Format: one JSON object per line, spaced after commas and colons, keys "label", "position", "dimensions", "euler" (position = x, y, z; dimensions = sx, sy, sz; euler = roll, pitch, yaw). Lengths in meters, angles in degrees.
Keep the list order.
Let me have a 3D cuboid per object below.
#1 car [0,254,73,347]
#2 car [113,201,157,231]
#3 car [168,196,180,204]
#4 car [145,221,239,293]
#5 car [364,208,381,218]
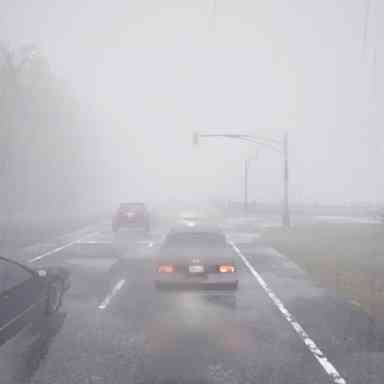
{"label": "car", "position": [-3.404, 1.549, 4.466], "dimensions": [2.033, 1.411, 5.357], "euler": [0, 0, 0]}
{"label": "car", "position": [-3.404, 1.355, 20.504], "dimensions": [2.097, 1.767, 4.553], "euler": [0, 0, 0]}
{"label": "car", "position": [-3.415, 1.507, 62.466], "dimensions": [1.837, 1.490, 4.892], "euler": [0, 0, 0]}
{"label": "car", "position": [0.099, 1.550, 8.988], "dimensions": [2.033, 1.411, 5.357], "euler": [0, 0, 0]}
{"label": "car", "position": [19.480, 1.816, 31.689], "dimensions": [5.357, 1.411, 2.033], "euler": [1, -1, 0]}
